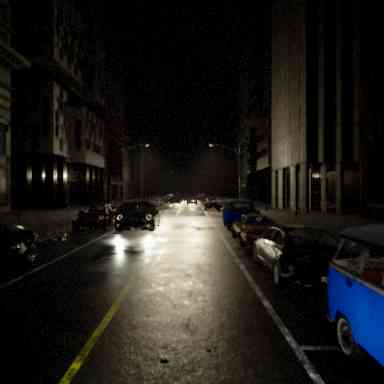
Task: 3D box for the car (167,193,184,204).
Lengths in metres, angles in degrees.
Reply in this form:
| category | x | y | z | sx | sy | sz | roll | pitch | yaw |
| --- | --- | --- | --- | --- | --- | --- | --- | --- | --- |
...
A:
| category | x | y | z | sx | sy | sz | roll | pitch | yaw |
| --- | --- | --- | --- | --- | --- | --- | --- | --- | --- |
| car | -3.037 | 1.479 | 61.546 | 1.882 | 1.535 | 5.008 | 0 | 0 | 1 |

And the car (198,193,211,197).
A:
| category | x | y | z | sx | sy | sz | roll | pitch | yaw |
| --- | --- | --- | --- | --- | --- | --- | --- | --- | --- |
| car | 2.758 | 1.316 | 59.704 | 2.192 | 1.841 | 5.009 | 0 | 0 | 0 |

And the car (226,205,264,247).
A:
| category | x | y | z | sx | sy | sz | roll | pitch | yaw |
| --- | --- | --- | --- | --- | --- | --- | --- | --- | --- |
| car | 2.763 | 1.522 | 14.780 | 1.752 | 1.417 | 4.829 | 0 | 0 | 0 |

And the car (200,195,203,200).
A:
| category | x | y | z | sx | sy | sz | roll | pitch | yaw |
| --- | --- | --- | --- | --- | --- | --- | --- | --- | --- |
| car | 2.758 | 1.545 | 54.067 | 1.887 | 1.381 | 4.507 | 0 | 0 | 0 |

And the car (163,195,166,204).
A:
| category | x | y | z | sx | sy | sz | roll | pitch | yaw |
| --- | --- | --- | --- | --- | --- | --- | --- | --- | --- |
| car | -5.766 | 1.440 | 54.057 | 1.967 | 1.590 | 4.097 | 0 | 0 | 0 |

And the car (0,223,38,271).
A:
| category | x | y | z | sx | sy | sz | roll | pitch | yaw |
| --- | --- | --- | --- | --- | --- | --- | --- | --- | --- |
| car | -5.761 | 1.563 | 8.966 | 1.947 | 1.339 | 4.313 | 0 | 0 | 0 |

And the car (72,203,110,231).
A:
| category | x | y | z | sx | sy | sz | roll | pitch | yaw |
| --- | --- | --- | --- | --- | --- | --- | --- | --- | --- |
| car | -5.762 | 1.436 | 20.239 | 1.967 | 1.590 | 4.097 | 0 | 0 | 0 |

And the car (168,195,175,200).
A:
| category | x | y | z | sx | sy | sz | roll | pitch | yaw |
| --- | --- | --- | --- | --- | --- | --- | --- | --- | --- |
| car | -5.771 | 1.532 | 93.340 | 1.752 | 1.417 | 4.829 | 0 | 0 | 0 |

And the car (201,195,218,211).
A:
| category | x | y | z | sx | sy | sz | roll | pitch | yaw |
| --- | --- | --- | --- | --- | --- | --- | --- | --- | --- |
| car | 2.350 | 1.502 | 39.864 | 1.837 | 1.490 | 4.892 | 0 | 0 | 0 |

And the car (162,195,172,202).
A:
| category | x | y | z | sx | sy | sz | roll | pitch | yaw |
| --- | --- | --- | --- | --- | --- | --- | --- | --- | --- |
| car | -5.769 | 1.443 | 76.601 | 1.967 | 1.590 | 4.097 | 0 | 0 | 0 |

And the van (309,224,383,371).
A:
| category | x | y | z | sx | sy | sz | roll | pitch | yaw |
| --- | --- | --- | --- | --- | --- | --- | --- | --- | --- |
| van | 2.765 | 1.340 | 3.337 | 1.690 | 1.788 | 3.998 | 0 | 0 | 0 |

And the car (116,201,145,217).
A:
| category | x | y | z | sx | sy | sz | roll | pitch | yaw |
| --- | --- | --- | --- | --- | --- | --- | --- | --- | --- |
| car | -5.764 | 1.563 | 31.511 | 1.947 | 1.339 | 4.313 | 0 | 0 | 0 |

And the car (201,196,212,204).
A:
| category | x | y | z | sx | sy | sz | roll | pitch | yaw |
| --- | --- | --- | --- | --- | --- | --- | --- | --- | --- |
| car | 2.757 | 1.567 | 65.340 | 1.947 | 1.339 | 4.313 | 0 | 0 | 0 |

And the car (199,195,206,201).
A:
| category | x | y | z | sx | sy | sz | roll | pitch | yaw |
| --- | --- | --- | --- | --- | --- | --- | --- | --- | --- |
| car | 2.754 | 1.571 | 87.888 | 1.947 | 1.339 | 4.313 | 0 | 0 | 0 |

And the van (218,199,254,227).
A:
| category | x | y | z | sx | sy | sz | roll | pitch | yaw |
| --- | --- | --- | --- | --- | --- | --- | --- | --- | --- |
| van | 2.763 | 1.337 | 20.247 | 1.690 | 1.788 | 3.998 | 0 | 0 | 0 |

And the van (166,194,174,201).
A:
| category | x | y | z | sx | sy | sz | roll | pitch | yaw |
| --- | --- | --- | --- | --- | --- | --- | --- | --- | --- |
| van | -5.770 | 1.346 | 87.874 | 1.690 | 1.788 | 3.998 | 0 | 0 | 0 |

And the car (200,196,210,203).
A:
| category | x | y | z | sx | sy | sz | roll | pitch | yaw |
| --- | --- | --- | --- | --- | --- | --- | --- | --- | --- |
| car | 2.756 | 1.568 | 70.977 | 1.947 | 1.339 | 4.313 | 0 | 0 | 0 |

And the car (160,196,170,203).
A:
| category | x | y | z | sx | sy | sz | roll | pitch | yaw |
| --- | --- | --- | --- | --- | --- | --- | --- | --- | --- |
| car | -5.769 | 1.528 | 70.795 | 1.752 | 1.417 | 4.829 | 0 | 0 | 0 |

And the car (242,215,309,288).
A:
| category | x | y | z | sx | sy | sz | roll | pitch | yaw |
| --- | --- | --- | --- | --- | --- | --- | --- | --- | --- |
| car | 2.764 | 1.548 | 8.974 | 2.008 | 1.369 | 4.403 | 0 | 0 | 0 |

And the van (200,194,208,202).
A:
| category | x | y | z | sx | sy | sz | roll | pitch | yaw |
| --- | --- | --- | --- | --- | --- | --- | --- | --- | --- |
| van | 2.756 | 1.344 | 76.614 | 1.690 | 1.788 | 3.998 | 0 | 0 | 0 |

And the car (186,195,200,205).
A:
| category | x | y | z | sx | sy | sz | roll | pitch | yaw |
| --- | --- | --- | --- | --- | --- | --- | --- | --- | --- |
| car | -0.007 | 1.601 | 58.721 | 1.895 | 1.301 | 4.718 | 0 | 0 | 0 |

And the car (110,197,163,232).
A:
| category | x | y | z | sx | sy | sz | roll | pitch | yaw |
| --- | --- | --- | --- | --- | --- | --- | --- | --- | --- |
| car | -3.103 | 1.348 | 19.748 | 2.097 | 1.767 | 4.553 | 0 | 0 | 0 |

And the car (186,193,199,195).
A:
| category | x | y | z | sx | sy | sz | roll | pitch | yaw |
| --- | --- | --- | --- | --- | --- | --- | --- | --- | --- |
| car | -0.009 | 1.439 | 75.644 | 1.812 | 1.442 | 4.674 | 0 | 0 | 0 |
